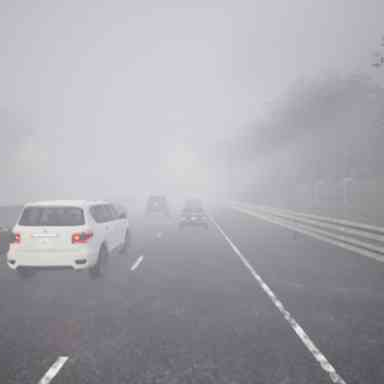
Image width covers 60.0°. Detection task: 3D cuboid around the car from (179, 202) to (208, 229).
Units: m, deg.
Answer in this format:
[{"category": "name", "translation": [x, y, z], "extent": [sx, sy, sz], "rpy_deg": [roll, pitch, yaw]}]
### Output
[{"category": "car", "translation": [0.093, 1.621, 22.053], "extent": [2.033, 1.411, 5.357], "rpy_deg": [0, 0, 0]}]

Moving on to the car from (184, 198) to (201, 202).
[{"category": "car", "translation": [0.083, 1.498, 41.027], "extent": [2.097, 1.767, 4.553], "rpy_deg": [0, 0, 0]}]

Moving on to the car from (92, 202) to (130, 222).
[{"category": "car", "translation": [-6.913, 1.646, 29.021], "extent": [2.033, 1.411, 5.357], "rpy_deg": [0, 0, 0]}]

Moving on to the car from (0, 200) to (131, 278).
[{"category": "car", "translation": [-3.408, 1.255, 10.390], "extent": [2.150, 2.045, 5.566], "rpy_deg": [0, 0, 0]}]

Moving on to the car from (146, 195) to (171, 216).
[{"category": "car", "translation": [-3.416, 1.340, 34.260], "extent": [2.150, 2.045, 5.566], "rpy_deg": [0, 0, 0]}]
